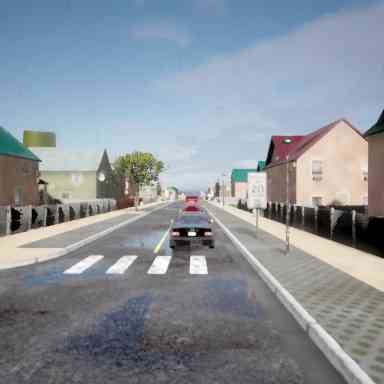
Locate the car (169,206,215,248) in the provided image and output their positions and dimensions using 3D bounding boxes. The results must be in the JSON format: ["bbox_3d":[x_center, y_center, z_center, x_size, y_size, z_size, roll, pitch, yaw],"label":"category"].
[{"bbox_3d":[0.000,1.578,14.651,2.033,1.411,5.357,0,0,0],"label":"car"}]

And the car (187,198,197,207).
[{"bbox_3d":[0.000,1.731,57.610,1.812,1.442,4.674,0,0,0],"label":"car"}]

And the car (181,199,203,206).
[{"bbox_3d":[0.000,1.591,29.652,1.812,1.442,4.674,0,0,0],"label":"car"}]

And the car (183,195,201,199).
[{"bbox_3d":[0.000,1.367,42.638,2.150,2.045,5.566,0,0,0],"label":"car"}]
